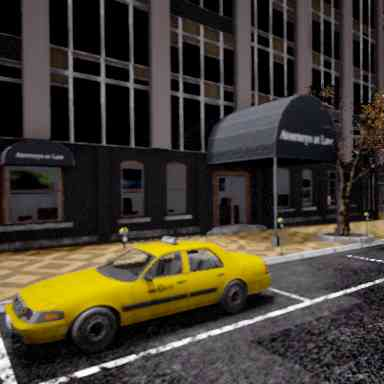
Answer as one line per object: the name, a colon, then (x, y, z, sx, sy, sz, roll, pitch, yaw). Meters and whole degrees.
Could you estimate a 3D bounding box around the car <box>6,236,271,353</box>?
car: (-0.629, 1.539, 6.125, 4.829, 1.417, 1.752, 0, -1, -35)
